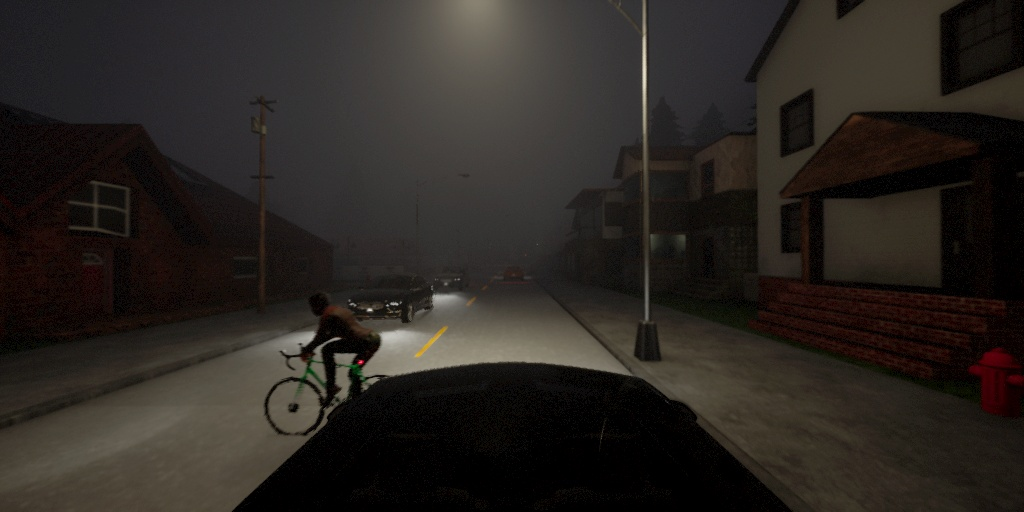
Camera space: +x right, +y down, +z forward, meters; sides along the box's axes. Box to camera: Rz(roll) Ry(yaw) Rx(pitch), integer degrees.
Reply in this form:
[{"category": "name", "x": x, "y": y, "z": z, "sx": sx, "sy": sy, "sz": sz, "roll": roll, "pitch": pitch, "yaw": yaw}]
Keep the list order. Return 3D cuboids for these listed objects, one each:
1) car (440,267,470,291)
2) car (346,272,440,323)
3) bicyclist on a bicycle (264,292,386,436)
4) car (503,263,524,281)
[{"category": "car", "x": -4.037, "y": 1.483, "z": 24.476, "sx": 2.128, "sy": 1.511, "sz": 4.902, "roll": 0, "pitch": -1, "yaw": 0}, {"category": "car", "x": -4.081, "y": 1.374, "z": 12.732, "sx": 1.837, "sy": 1.490, "sz": 4.892, "roll": 0, "pitch": -1, "yaw": 0}, {"category": "bicyclist on a bicycle", "x": -1.994, "y": 1.228, "z": 4.052, "sx": 1.656, "sy": 1.620, "sz": 0.582, "roll": -2, "pitch": -1, "yaw": 0}, {"category": "car", "x": 0.151, "y": 1.576, "z": 34.584, "sx": 1.882, "sy": 1.535, "sz": 5.008, "roll": 0, "pitch": -1, "yaw": 0}]
